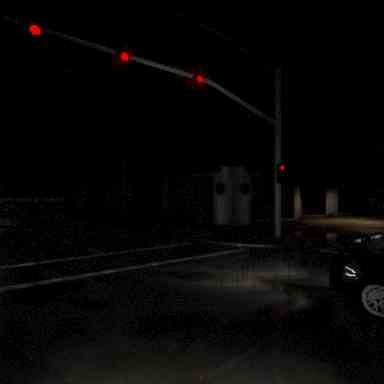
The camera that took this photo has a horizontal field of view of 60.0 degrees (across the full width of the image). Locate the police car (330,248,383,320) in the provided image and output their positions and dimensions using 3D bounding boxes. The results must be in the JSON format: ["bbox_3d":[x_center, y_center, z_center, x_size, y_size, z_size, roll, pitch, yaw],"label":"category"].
[{"bbox_3d":[4.921,1.425,5.273,1.930,1.638,5.238,0,0,-41],"label":"police car"}]
